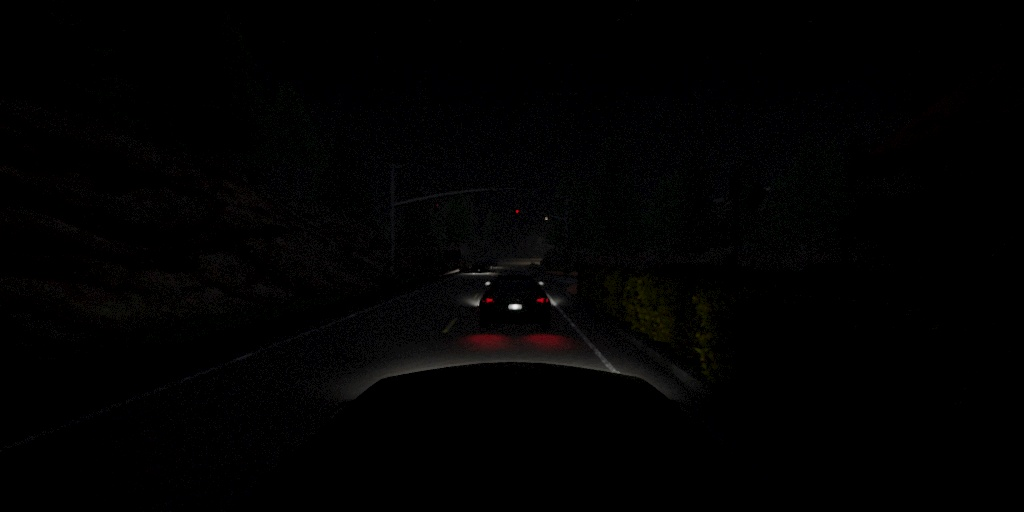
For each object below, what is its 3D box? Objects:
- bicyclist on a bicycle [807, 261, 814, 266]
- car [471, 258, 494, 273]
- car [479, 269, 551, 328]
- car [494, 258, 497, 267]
[{"bbox_3d":[19.829,1.141,23.819,0.582,1.620,1.656,0,0,0],"label":"bicyclist on a bicycle"},{"bbox_3d":[-3.588,1.168,41.519,2.033,1.411,5.357,0,0,0],"label":"car"},{"bbox_3d":[0.080,1.281,11.219,1.994,1.385,4.181,0,0,0],"label":"car"},{"bbox_3d":[-3.511,1.035,61.314,1.882,1.535,5.008,0,0,0],"label":"car"}]
